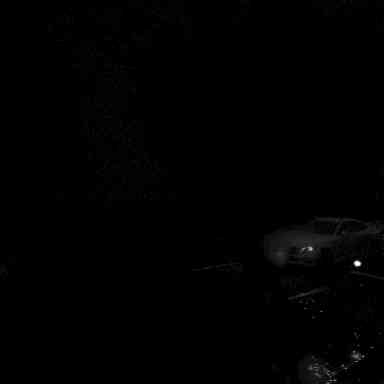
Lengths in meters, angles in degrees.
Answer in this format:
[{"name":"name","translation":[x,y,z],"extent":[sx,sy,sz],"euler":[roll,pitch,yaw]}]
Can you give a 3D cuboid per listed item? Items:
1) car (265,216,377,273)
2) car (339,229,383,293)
[{"name":"car","translation":[4.426,1.536,10.834],"extent":[4.674,1.442,1.812],"euler":[0,0,-35]},{"name":"car","translation":[5.683,1.610,7.739],"extent":[4.718,1.301,1.895],"euler":[0,0,-35]}]
